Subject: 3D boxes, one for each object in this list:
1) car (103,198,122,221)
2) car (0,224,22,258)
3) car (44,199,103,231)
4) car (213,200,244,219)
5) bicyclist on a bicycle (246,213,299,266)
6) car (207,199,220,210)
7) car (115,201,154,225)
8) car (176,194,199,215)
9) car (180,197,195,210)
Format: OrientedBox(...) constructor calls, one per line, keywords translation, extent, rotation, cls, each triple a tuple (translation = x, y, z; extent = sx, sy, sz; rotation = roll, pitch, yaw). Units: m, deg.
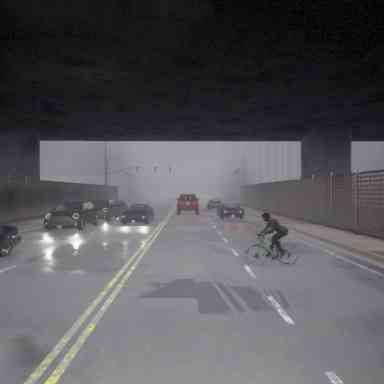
OrientedBox(translation=(-7.367, 1.351, 27.006), extent=(2.097, 1.767, 4.553), rotation=(0, 0, -1), cls="car")
OrientedBox(translation=(-7.226, 1.547, 10.055), extent=(2.033, 1.411, 5.357), rotation=(0, 0, -1), cls="car")
OrientedBox(translation=(-7.369, 1.351, 20.679), extent=(2.097, 1.767, 4.553), rotation=(0, 0, -1), cls="car")
OrientedBox(translation=(3.211, 1.599, 28.689), extent=(1.895, 1.301, 4.718), rotation=(0, 0, -1), cls="car")
OrientedBox(translation=(2.437, 1.451, 10.116), extent=(1.656, 1.620, 0.582), rotation=(-2, 0, -1), cls="bicyclist on a bicycle")
OrientedBox(translation=(2.991, 1.562, 43.059), extent=(1.994, 1.385, 4.181), rotation=(0, 0, -1), cls="car")
OrientedBox(translation=(-3.859, 1.547, 24.426), extent=(2.033, 1.411, 5.357), rotation=(0, 0, 0), cls="car")
OrientedBox(translation=(-0.422, 1.220, 34.276), extent=(2.150, 2.045, 5.566), rotation=(0, 0, -1), cls="car")
OrientedBox(translation=(-0.623, 1.476, 44.985), extent=(1.882, 1.535, 5.008), rotation=(0, 0, -1), cls="car")
